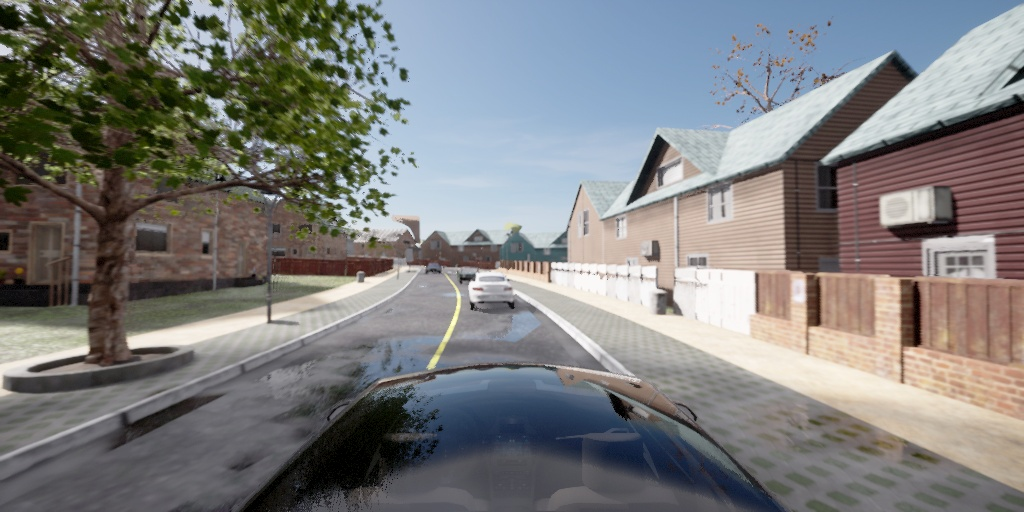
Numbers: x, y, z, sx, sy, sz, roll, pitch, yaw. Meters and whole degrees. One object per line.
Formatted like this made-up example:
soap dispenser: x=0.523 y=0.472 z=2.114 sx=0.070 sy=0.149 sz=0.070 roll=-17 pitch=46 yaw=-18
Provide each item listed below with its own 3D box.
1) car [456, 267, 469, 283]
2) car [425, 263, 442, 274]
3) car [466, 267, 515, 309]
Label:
car: x=-3.638 y=1.566 z=30.139 sx=1.895 sy=1.301 sz=4.718 roll=0 pitch=0 yaw=-12
car: x=-9.902 y=1.554 z=45.306 sx=1.994 sy=1.385 sz=4.181 roll=0 pitch=0 yaw=-12
car: x=-0.987 y=1.418 z=15.877 sx=1.812 sy=1.442 sz=4.674 roll=0 pitch=0 yaw=-7
